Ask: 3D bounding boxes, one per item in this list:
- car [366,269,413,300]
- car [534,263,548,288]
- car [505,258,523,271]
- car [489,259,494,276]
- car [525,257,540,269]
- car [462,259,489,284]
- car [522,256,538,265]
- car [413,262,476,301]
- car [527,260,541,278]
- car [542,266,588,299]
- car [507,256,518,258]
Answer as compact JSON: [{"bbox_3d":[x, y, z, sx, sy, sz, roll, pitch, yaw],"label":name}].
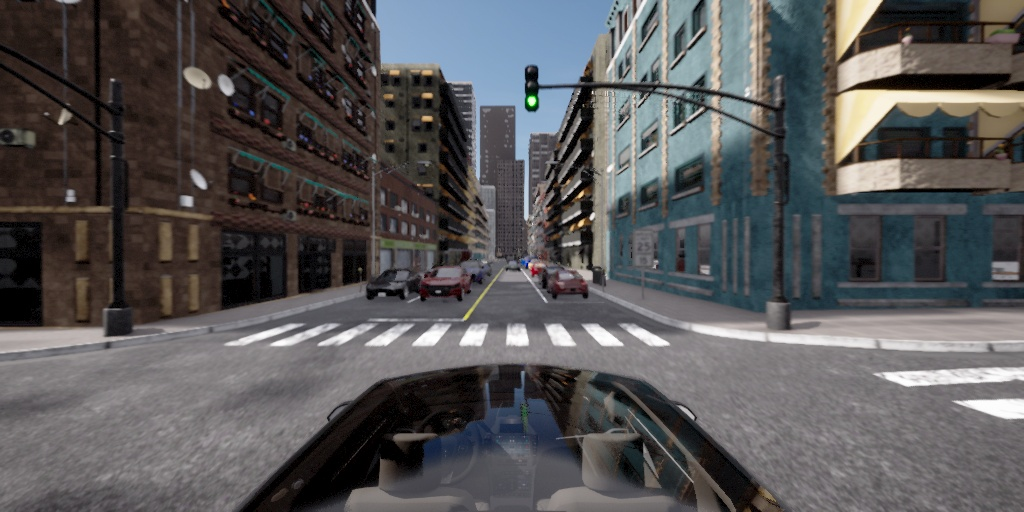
[{"bbox_3d":[-5.691,1.322,17.868,1.948,1.339,4.313,0,0,0],"label":"car"},{"bbox_3d":[2.690,1.324,23.379,1.948,1.339,4.313,0,0,0],"label":"car"},{"bbox_3d":[0.103,1.339,48.165,1.994,1.385,4.181,0,0,0],"label":"car"},{"bbox_3d":[-3.077,1.331,36.676,1.994,1.385,4.181,0,0,1],"label":"car"},{"bbox_3d":[3.152,1.232,48.613,1.801,1.575,5.366,0,0,0],"label":"car"},{"bbox_3d":[-3.096,1.112,26.749,2.097,1.767,4.553,0,0,0],"label":"car"},{"bbox_3d":[3.109,1.009,55.453,2.150,2.045,5.566,0,0,0],"label":"car"},{"bbox_3d":[-3.099,1.233,17.568,1.882,1.535,5.008,0,0,0],"label":"car"},{"bbox_3d":[2.691,1.310,34.425,1.888,1.381,4.507,0,0,0],"label":"car"},{"bbox_3d":[2.690,1.337,17.855,1.802,1.307,4.207,0,0,0],"label":"car"},{"bbox_3d":[0.043,1.004,57.576,2.150,2.045,5.566,0,0,0],"label":"car"}]
